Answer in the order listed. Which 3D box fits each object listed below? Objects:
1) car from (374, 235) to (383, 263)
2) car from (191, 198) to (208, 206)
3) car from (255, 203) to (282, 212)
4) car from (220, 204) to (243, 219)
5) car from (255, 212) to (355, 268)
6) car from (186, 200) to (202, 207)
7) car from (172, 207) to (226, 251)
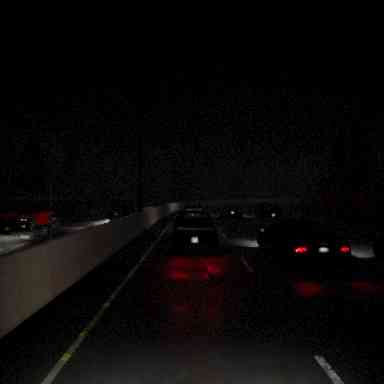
[{"bbox_3d":[7.100,1.616,9.408,1.812,1.442,4.674,0,0,0],"label":"car"},{"bbox_3d":[1.752,2.154,73.560,2.128,1.511,4.902,0,-1,23],"label":"car"},{"bbox_3d":[7.185,1.797,31.564,1.837,1.490,4.892,0,-1,1],"label":"car"},{"bbox_3d":[3.701,1.860,32.059,1.994,1.385,4.181,0,-1,1],"label":"car"},{"bbox_3d":[3.611,1.656,11.602,2.033,1.411,5.357,0,-1,0],"label":"car"},{"bbox_3d":[0.186,1.780,31.484,2.128,1.511,4.902,0,-1,1],"label":"car"},{"bbox_3d":[0.118,1.629,14.896,2.128,1.511,4.902,0,-1,0],"label":"car"}]
